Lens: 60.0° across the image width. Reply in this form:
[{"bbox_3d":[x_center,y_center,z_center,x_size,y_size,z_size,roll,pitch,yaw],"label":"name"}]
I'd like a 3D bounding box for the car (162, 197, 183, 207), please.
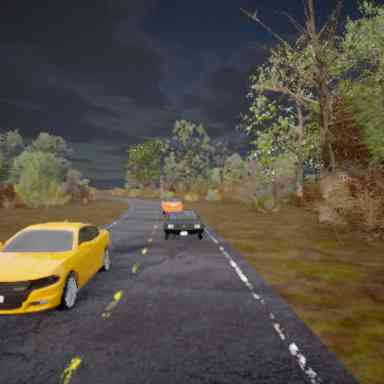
[{"bbox_3d":[-2.112,1.357,35.068,2.097,1.767,4.553,0,0,-7],"label":"car"}]

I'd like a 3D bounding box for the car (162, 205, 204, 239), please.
[{"bbox_3d":[-0.505,1.602,17.427,1.895,1.301,4.718,0,0,-4],"label":"car"}]

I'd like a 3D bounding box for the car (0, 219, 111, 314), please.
[{"bbox_3d":[-3.278,1.482,7.941,1.882,1.535,5.008,0,0,-2],"label":"car"}]
